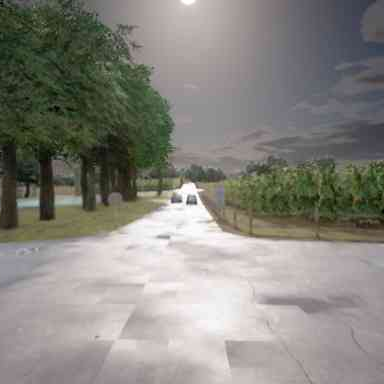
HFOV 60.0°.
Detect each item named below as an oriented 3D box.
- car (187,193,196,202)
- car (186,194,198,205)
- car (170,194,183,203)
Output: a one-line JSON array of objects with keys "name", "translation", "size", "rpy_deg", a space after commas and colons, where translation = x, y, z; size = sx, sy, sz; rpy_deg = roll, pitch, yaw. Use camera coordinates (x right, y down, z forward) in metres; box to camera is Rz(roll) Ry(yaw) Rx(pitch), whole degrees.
[{"name": "car", "translation": [-0.070, 1.118, 67.053], "size": [1.882, 1.535, 5.008], "rpy_deg": [0, 1, 0]}, {"name": "car", "translation": [-0.060, 1.401, 57.053], "size": [1.994, 1.385, 4.181], "rpy_deg": [0, 1, 0]}, {"name": "car", "translation": [-2.814, 1.112, 61.249], "size": [2.097, 1.767, 4.553], "rpy_deg": [0, 1, 0]}]
